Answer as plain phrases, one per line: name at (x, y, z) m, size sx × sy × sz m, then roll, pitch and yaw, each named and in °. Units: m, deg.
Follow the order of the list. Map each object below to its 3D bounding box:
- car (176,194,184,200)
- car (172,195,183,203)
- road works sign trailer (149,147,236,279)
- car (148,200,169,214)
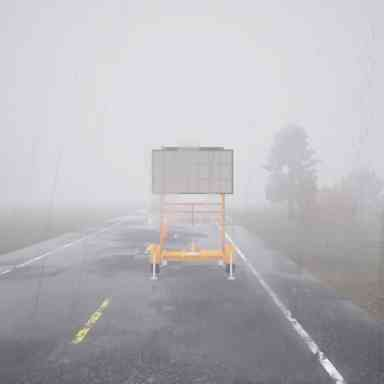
car at (-3.306, 1.405, 89.982) m, size 1.882 × 1.535 × 5.008 m, roll 0°, pitch 0°, yaw 0°
car at (-3.346, 1.541, 71.649) m, size 2.128 × 1.511 × 4.902 m, roll 0°, pitch 0°, yaw 0°
road works sign trailer at (0.021, 0.465, 9.974) m, size 2.380 × 3.560 × 2.880 m, roll 0°, pitch 0°, yaw 0°
car at (-3.524, 1.539, 35.481) m, size 1.812 × 1.442 × 4.674 m, roll 0°, pitch 0°, yaw 0°
